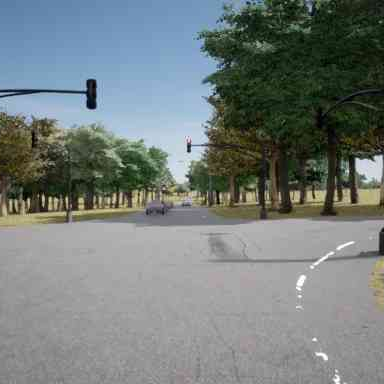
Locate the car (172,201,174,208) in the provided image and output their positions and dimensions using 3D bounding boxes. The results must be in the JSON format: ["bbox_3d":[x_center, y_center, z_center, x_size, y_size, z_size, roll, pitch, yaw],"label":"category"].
[{"bbox_3d":[-4.554,2.272,58.215,2.033,1.411,5.357,0,-1,-1],"label":"car"}]

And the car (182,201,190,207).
[{"bbox_3d":[-1.474,2.898,80.621,1.994,1.385,4.181,0,-2,-1],"label":"car"}]

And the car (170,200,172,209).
[{"bbox_3d":[-4.336,2.143,48.410,1.895,1.301,4.718,0,-1,-1],"label":"car"}]

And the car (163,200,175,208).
[{"bbox_3d":[-4.707,2.455,68.225,2.128,1.511,4.902,0,-2,-1],"label":"car"}]

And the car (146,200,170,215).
[{"bbox_3d":[-4.172,1.738,39.408,2.097,1.767,4.553,0,-1,0],"label":"car"}]
